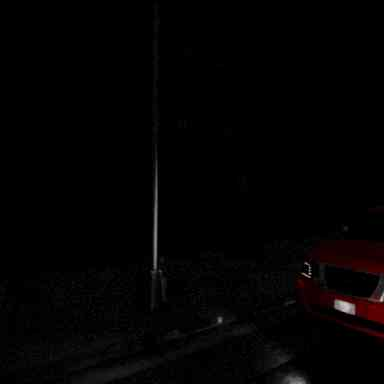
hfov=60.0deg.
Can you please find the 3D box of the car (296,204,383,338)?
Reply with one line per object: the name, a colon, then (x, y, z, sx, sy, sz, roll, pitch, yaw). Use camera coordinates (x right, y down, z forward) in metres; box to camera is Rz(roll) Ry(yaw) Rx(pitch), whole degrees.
car: (4.337, 1.222, 6.191, 5.566, 2.045, 2.150, 0, 0, -36)
